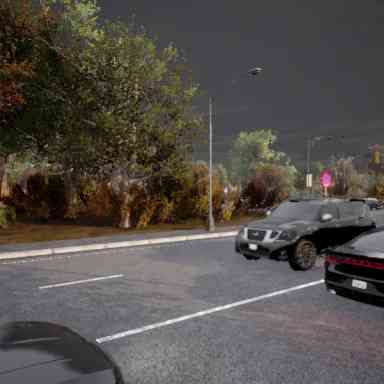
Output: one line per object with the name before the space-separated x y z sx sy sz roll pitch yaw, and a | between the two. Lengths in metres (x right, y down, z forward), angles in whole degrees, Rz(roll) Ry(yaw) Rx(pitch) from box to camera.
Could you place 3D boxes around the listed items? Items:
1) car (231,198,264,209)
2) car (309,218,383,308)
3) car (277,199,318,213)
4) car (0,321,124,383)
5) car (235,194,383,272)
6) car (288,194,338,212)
car | 7.507 1.520 45.288 1.812 1.442 4.674 0 0 -32
car | 4.965 1.477 7.315 5.008 1.535 1.882 0 0 -36
car | 12.038 1.563 38.165 1.994 1.385 4.181 0 0 -32
car | -2.749 1.505 1.776 4.892 1.490 1.837 0 0 -36
car | 4.001 1.221 11.176 5.566 2.045 2.150 0 0 -36
car | 14.638 1.220 40.637 2.150 2.045 5.566 0 0 -31
